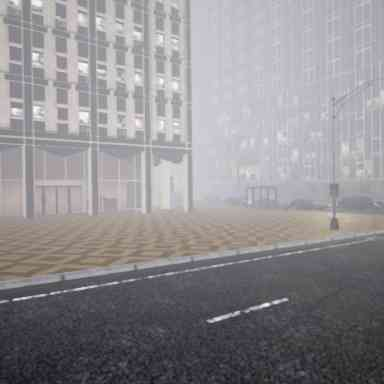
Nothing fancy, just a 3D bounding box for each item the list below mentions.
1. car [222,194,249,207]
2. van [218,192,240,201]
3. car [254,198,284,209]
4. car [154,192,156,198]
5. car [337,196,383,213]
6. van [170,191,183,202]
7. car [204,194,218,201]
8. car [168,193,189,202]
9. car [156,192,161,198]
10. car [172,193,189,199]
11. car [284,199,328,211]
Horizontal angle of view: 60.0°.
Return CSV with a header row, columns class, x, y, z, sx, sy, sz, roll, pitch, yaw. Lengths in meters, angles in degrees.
class,x,y,z,sx,sy,sz,roll,pitch,yaw
car,6.438,1.307,45.997,1.947,1.339,4.313,-1,1,-34
van,7.004,0.839,60.134,1.690,1.788,3.998,-1,1,-34
car,9.592,1.375,41.269,1.802,1.307,4.206,-1,1,-34
car,-9.004,0.670,83.616,1.967,1.590,4.097,-1,1,-34
car,17.527,1.195,34.407,2.097,1.767,4.553,-1,1,-34
van,-3.121,0.925,60.112,1.690,1.788,3.998,-1,1,-34
car,3.803,1.028,64.833,1.802,1.307,4.206,-1,1,-34
car,-2.578,1.052,64.079,1.812,1.442,4.674,-1,1,-34
car,-5.802,0.599,78.918,2.192,1.841,5.009,-1,1,-34
car,-2.600,0.920,74.226,1.802,1.307,4.206,-1,1,-34
car,12.779,1.411,36.561,1.947,1.339,4.313,-1,1,-34
